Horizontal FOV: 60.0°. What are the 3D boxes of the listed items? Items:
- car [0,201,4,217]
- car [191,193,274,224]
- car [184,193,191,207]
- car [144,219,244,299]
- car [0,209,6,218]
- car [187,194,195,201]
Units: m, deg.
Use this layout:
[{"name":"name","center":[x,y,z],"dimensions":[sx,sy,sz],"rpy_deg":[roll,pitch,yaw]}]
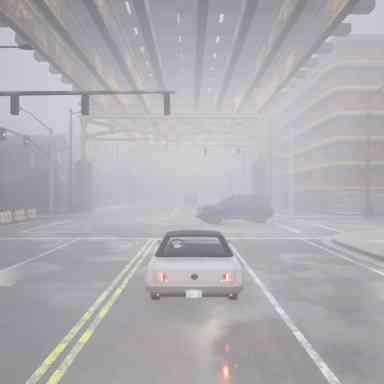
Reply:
[{"name":"car","center":[-16.912,1.295,25.029],"dimensions":[4.536,1.218,1.853],"rpy_deg":[0,0,-20]},{"name":"car","center":[3.027,1.223,23.644],"dimensions":[5.566,2.045,2.150],"rpy_deg":[0,-1,-13]},{"name":"car","center":[-0.124,1.217,52.692],"dimensions":[2.150,2.045,5.566],"rpy_deg":[0,0,0]},{"name":"car","center":[0.046,1.601,8.390],"dimensions":[1.895,1.301,4.718],"rpy_deg":[0,0,0]},{"name":"car","center":[-16.863,1.453,25.047],"dimensions":[4.974,1.542,2.038],"rpy_deg":[0,0,-20]},{"name":"car","center":[-0.320,1.344,77.979],"dimensions":[1.837,1.490,4.892],"rpy_deg":[0,1,0]}]
